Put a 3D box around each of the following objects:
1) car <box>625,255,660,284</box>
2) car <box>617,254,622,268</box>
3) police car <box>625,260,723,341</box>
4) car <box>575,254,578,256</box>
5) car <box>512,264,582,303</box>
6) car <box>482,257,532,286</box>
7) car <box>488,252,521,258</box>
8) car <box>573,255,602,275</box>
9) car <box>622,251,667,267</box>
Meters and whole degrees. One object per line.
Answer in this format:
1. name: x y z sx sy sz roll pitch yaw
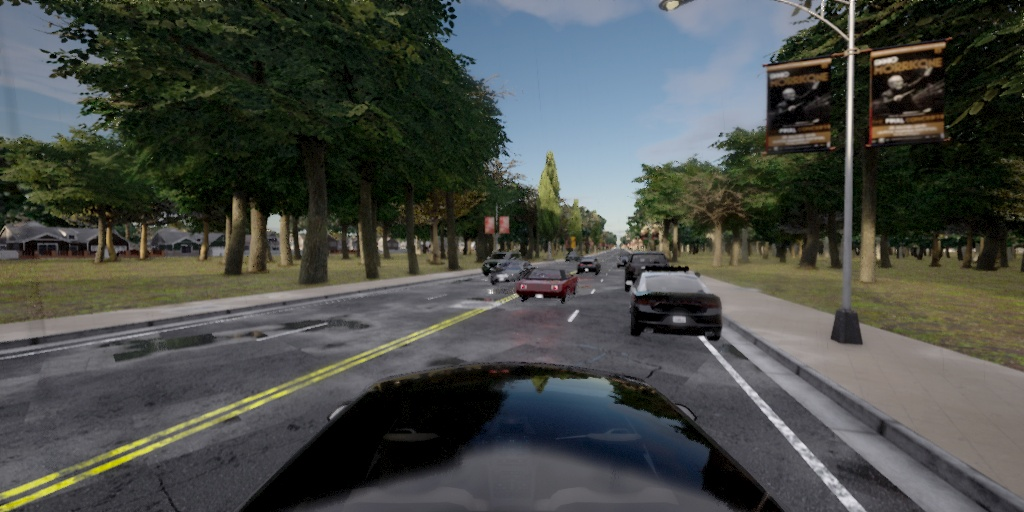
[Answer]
1. car: 8.971 0.828 24.997 2.097 1.767 4.553 0 1 17
2. car: 14.413 0.812 45.542 1.994 1.385 4.181 0 1 19
3. police car: 4.225 1.077 9.863 1.930 1.638 5.238 0 1 17
4. car: 12.455 0.684 61.256 1.895 1.301 4.718 0 1 18
5. car: 1.704 1.190 15.615 1.895 1.301 4.718 0 1 17
6. car: 0.167 1.009 22.240 2.128 1.511 4.902 0 1 17
7. car: -0.658 0.649 30.469 2.150 2.045 5.566 0 1 17
8. car: 7.049 0.900 32.646 1.837 1.490 4.892 0 1 17
9. car: 7.195 0.766 19.325 2.150 2.045 5.566 0 1 17
